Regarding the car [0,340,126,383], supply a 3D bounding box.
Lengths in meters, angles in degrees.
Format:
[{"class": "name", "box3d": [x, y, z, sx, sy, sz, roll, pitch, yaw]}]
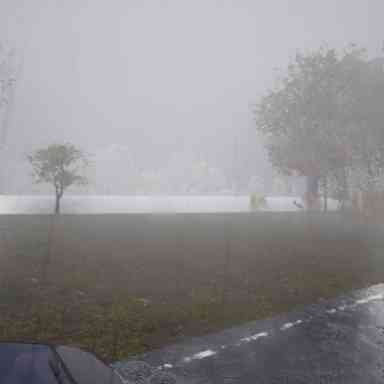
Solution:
[{"class": "car", "box3d": [-2.184, 1.562, 1.385, 4.181, 1.385, 1.994, 1, -1, -35]}]
